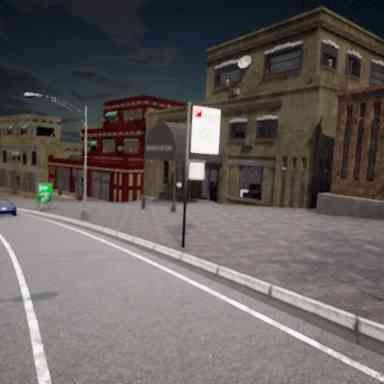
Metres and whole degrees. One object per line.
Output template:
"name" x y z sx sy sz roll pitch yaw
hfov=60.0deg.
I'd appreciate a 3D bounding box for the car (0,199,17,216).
"car" -16.219 1.287 27.986 1.994 1.385 4.181 -2 2 -40
